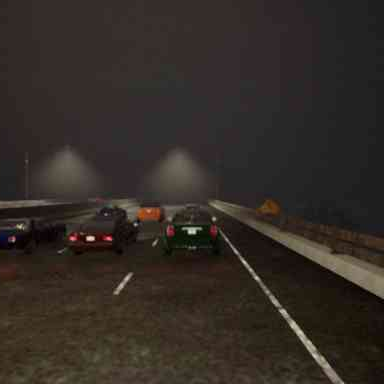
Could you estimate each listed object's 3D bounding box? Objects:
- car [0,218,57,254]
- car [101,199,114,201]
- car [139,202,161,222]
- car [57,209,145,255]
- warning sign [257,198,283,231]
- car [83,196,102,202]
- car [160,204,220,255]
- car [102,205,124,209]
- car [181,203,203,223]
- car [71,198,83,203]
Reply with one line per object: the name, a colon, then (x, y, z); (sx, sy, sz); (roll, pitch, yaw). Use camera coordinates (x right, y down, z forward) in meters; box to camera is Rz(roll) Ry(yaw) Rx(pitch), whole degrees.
car: (-6.993, 1.733, 14.093); (1.895, 1.301, 4.718); (0, 0, 0)
car: (-17.478, 2.175, 71.745); (1.994, 1.385, 4.181); (0, 0, 0)
car: (-3.487, 1.616, 29.059); (2.097, 1.767, 4.553); (0, -1, 0)
car: (-3.494, 1.678, 13.972); (2.033, 1.411, 5.357); (0, 0, 0)
warning sign: (4.565, 1.297, 19.594); (1.300, 1.860, 1.060); (1, 0, 0)
car: (-20.978, 1.848, 71.719); (2.150, 2.045, 5.566); (0, 0, 0)
car: (0.007, 1.481, 14.060); (2.097, 1.767, 4.553); (0, -1, 0)
car: (-6.986, 1.832, 29.269); (1.994, 1.385, 4.181); (0, 0, 0)
car: (0.015, 1.795, 29.359); (1.812, 1.442, 4.674); (0, 0, 0)
car: (-24.478, 2.123, 71.749); (1.837, 1.490, 4.892); (0, 0, 0)
